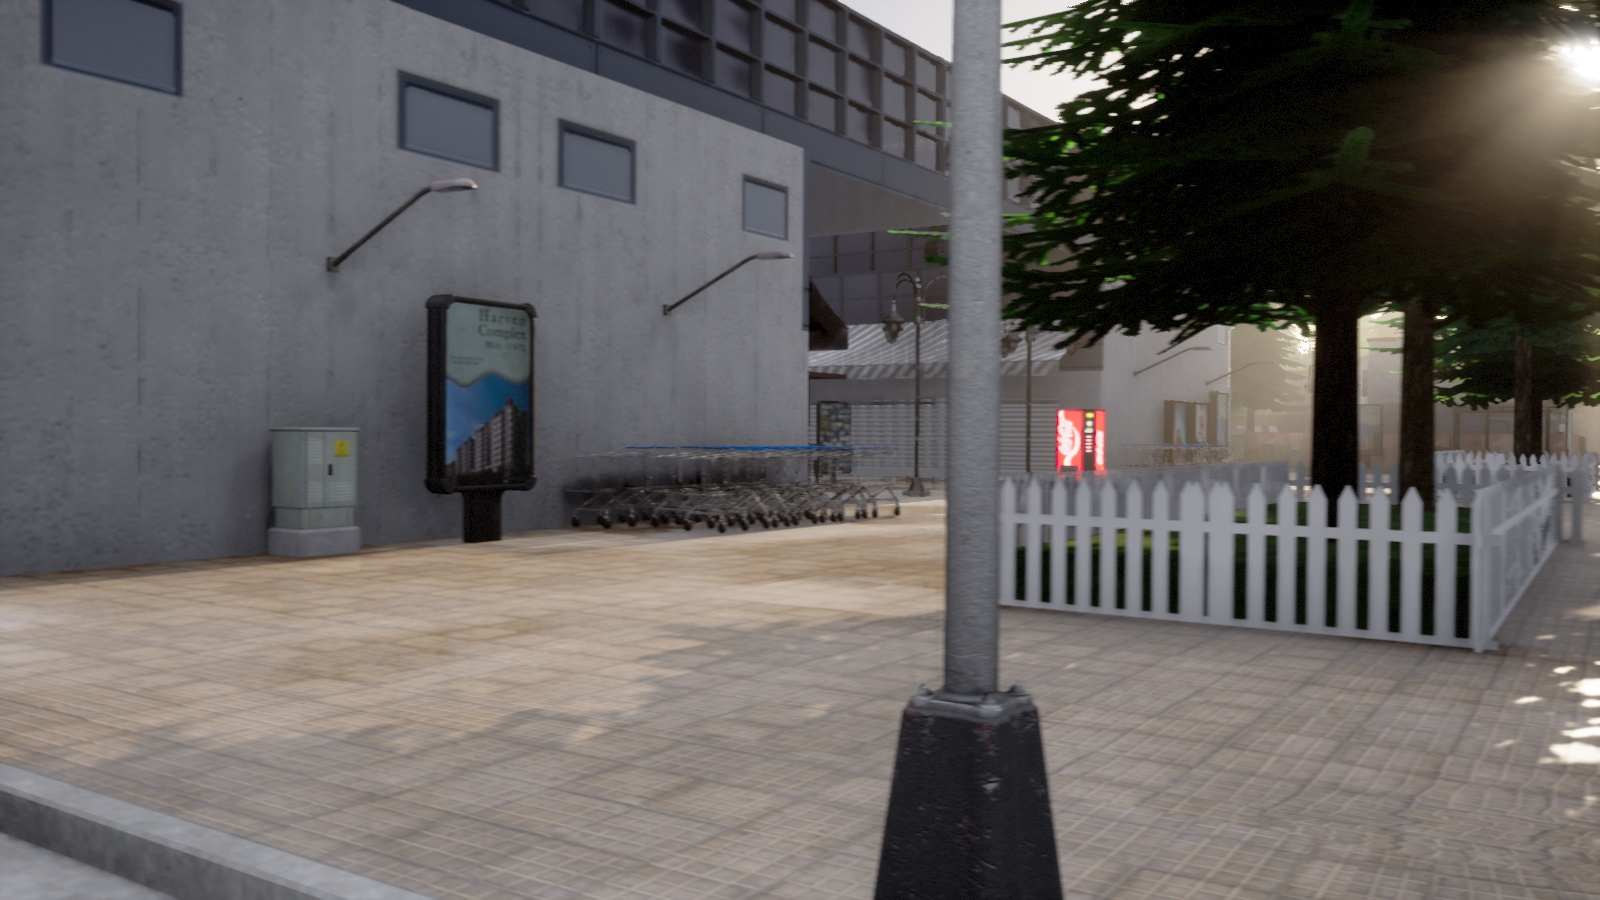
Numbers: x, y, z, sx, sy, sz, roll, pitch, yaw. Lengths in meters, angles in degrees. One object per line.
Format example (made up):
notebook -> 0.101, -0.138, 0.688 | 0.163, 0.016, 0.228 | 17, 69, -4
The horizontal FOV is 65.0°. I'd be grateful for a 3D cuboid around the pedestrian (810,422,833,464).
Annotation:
pedestrian -> 0.966, -0.326, 56.280 | 0.849, 1.883, 0.563 | 0, 1, 40
